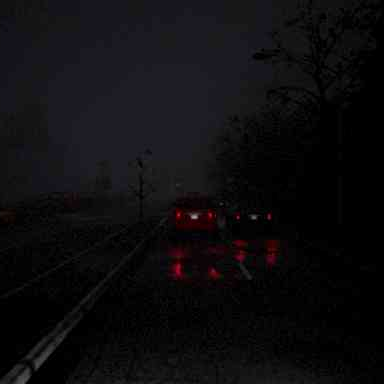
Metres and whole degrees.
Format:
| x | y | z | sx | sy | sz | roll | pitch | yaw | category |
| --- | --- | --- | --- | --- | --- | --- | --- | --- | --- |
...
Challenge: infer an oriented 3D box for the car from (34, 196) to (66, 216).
| x | y | z | sx | sy | sz | roll | pitch | yaw | category |
| --- | --- | --- | --- | --- | --- | --- | --- | --- | --- |
| -13.856 | 1.369 | 29.200 | 4.674 | 1.452 | 2.002 | -1 | 1 | -20 | car |

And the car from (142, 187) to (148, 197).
| x | y | z | sx | sy | sz | roll | pitch | yaw | category |
| --- | --- | --- | --- | --- | --- | --- | --- | --- | --- |
| -13.801 | 0.352 | 77.113 | 5.566 | 2.045 | 2.435 | -1 | 1 | -20 | car |

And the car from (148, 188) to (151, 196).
| x | y | z | sx | sy | sz | roll | pitch | yaw | category |
| --- | --- | --- | --- | --- | --- | --- | --- | --- | --- |
| -13.647 | 0.471 | 83.170 | 5.366 | 1.575 | 1.946 | -1 | 1 | -20 | car |

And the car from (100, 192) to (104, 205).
| x | y | z | sx | sy | sz | roll | pitch | yaw | category |
| --- | --- | --- | --- | --- | --- | --- | --- | --- | --- |
| -13.845 | 1.158 | 41.134 | 4.892 | 1.521 | 2.231 | -1 | 1 | -20 | car |

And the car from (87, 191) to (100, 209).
| x | y | z | sx | sy | sz | roll | pitch | yaw | category |
| --- | --- | --- | --- | --- | --- | --- | --- | --- | --- |
| -13.832 | 0.950 | 38.162 | 5.566 | 2.045 | 2.435 | -1 | 1 | -20 | car |

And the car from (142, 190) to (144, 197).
| x | y | z | sx | sy | sz | roll | pitch | yaw | category |
| --- | --- | --- | --- | --- | --- | --- | --- | --- | --- |
| -13.831 | 0.695 | 74.099 | 4.674 | 1.452 | 2.002 | -1 | 1 | -20 | car |

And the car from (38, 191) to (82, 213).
| x | y | z | sx | sy | sz | roll | pitch | yaw | category |
| --- | --- | --- | --- | --- | --- | --- | --- | --- | --- |
| -13.887 | 1.039 | 32.167 | 5.566 | 2.045 | 2.435 | -1 | 1 | -20 | car |

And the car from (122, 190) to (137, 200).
| x | y | z | sx | sy | sz | roll | pitch | yaw | category |
| --- | --- | --- | --- | --- | --- | --- | --- | --- | --- |
| -13.807 | 0.828 | 65.103 | 4.792 | 1.488 | 2.163 | -1 | 1 | -20 | car |

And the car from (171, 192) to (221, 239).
| x | y | z | sx | sy | sz | roll | pitch | yaw | category |
| --- | --- | --- | --- | --- | --- | --- | --- | --- | --- |
| 0.105 | 1.175 | 17.333 | 2.150 | 2.045 | 5.566 | 0 | 0 | 0 | car |

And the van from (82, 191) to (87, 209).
| x | y | z | sx | sy | sz | roll | pitch | yaw | category |
| --- | --- | --- | --- | --- | --- | --- | --- | --- | --- |
| -13.750 | 1.018 | 35.210 | 4.442 | 1.987 | 1.878 | -1 | 1 | -20 | van |

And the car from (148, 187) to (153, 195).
| x | y | z | sx | sy | sz | roll | pitch | yaw | category |
| --- | --- | --- | --- | --- | --- | --- | --- | --- | --- |
| -13.846 | 0.158 | 86.091 | 5.566 | 2.045 | 2.435 | -1 | 2 | -20 | car |

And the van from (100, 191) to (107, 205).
| x | y | z | sx | sy | sz | roll | pitch | yaw | category |
| --- | --- | --- | --- | --- | --- | --- | --- | --- | --- |
| -13.960 | 0.889 | 44.070 | 4.442 | 1.987 | 1.878 | -1 | 1 | -20 | van |

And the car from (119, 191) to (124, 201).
| x | y | z | sx | sy | sz | roll | pitch | yaw | category |
| --- | --- | --- | --- | --- | --- | --- | --- | --- | --- |
| -13.817 | 1.007 | 53.099 | 4.792 | 1.488 | 2.163 | -1 | 1 | -20 | car |

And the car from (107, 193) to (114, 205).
| x | y | z | sx | sy | sz | roll | pitch | yaw | category |
| --- | --- | --- | --- | --- | --- | --- | --- | --- | --- |
| -13.819 | 0.942 | 47.106 | 4.553 | 1.767 | 2.185 | -1 | 1 | -20 | car |

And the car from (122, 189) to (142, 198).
| x | y | z | sx | sy | sz | roll | pitch | yaw | category |
| --- | --- | --- | --- | --- | --- | --- | --- | --- | --- |
| -14.000 | 0.707 | 71.026 | 5.366 | 1.575 | 1.946 | -1 | 1 | -20 | car |

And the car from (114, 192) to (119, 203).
| x | y | z | sx | sy | sz | roll | pitch | yaw | category |
| --- | --- | --- | --- | --- | --- | --- | --- | --- | --- |
| -13.840 | 1.063 | 50.081 | 4.674 | 1.452 | 2.002 | -1 | 1 | -20 | car |

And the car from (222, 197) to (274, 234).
| x | y | z | sx | sy | sz | roll | pitch | yaw | category |
| --- | --- | --- | --- | --- | --- | --- | --- | --- | --- |
| 3.103 | 1.295 | 18.797 | 2.097 | 1.767 | 4.553 | 0 | 0 | 0 | car |

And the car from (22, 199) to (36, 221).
| x | y | z | sx | sy | sz | roll | pitch | yaw | category |
| --- | --- | --- | --- | --- | --- | --- | --- | --- | --- |
| -13.837 | 1.427 | 23.243 | 4.792 | 1.488 | 2.163 | -1 | 0 | -20 | car |

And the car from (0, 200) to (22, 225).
| x | y | z | sx | sy | sz | roll | pitch | yaw | category |
| --- | --- | --- | --- | --- | --- | --- | --- | --- | --- |
| -13.695 | 1.419 | 20.315 | 5.366 | 1.575 | 1.946 | -1 | 0 | -20 | car |
